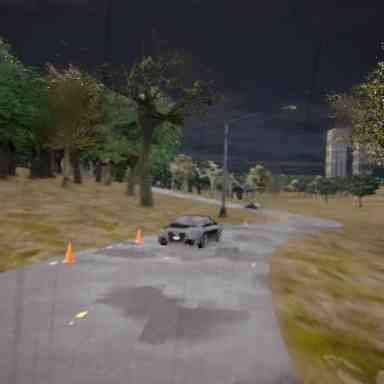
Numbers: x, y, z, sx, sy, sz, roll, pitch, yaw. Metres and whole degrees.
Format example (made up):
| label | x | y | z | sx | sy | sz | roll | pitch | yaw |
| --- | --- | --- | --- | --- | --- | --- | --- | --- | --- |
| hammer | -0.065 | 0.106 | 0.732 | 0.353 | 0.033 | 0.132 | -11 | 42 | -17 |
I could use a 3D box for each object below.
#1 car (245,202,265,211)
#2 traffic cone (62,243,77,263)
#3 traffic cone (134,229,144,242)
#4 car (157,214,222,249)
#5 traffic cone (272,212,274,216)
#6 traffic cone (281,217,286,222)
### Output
| label | x | y | z | sx | sy | sz | roll | pitch | yaw |
| --- | --- | --- | --- | --- | --- | --- | --- | --- | --- |
| car | 12.402 | 2.830 | 65.822 | 1.812 | 1.442 | 4.674 | 1 | 3 | -31 |
| traffic cone | -3.920 | 1.935 | 10.659 | 0.340 | 0.580 | 0.340 | 1 | -1 | 13 |
| traffic cone | -2.504 | 2.065 | 15.747 | 0.340 | 0.580 | 0.340 | 1 | -1 | 19 |
| car | 0.039 | 1.747 | 15.520 | 1.994 | 1.385 | 4.181 | 1 | -1 | 20 |
| traffic cone | 13.434 | 3.629 | 55.480 | 0.340 | 0.580 | 0.340 | 1 | 1 | -6 |
| traffic cone | 10.160 | 3.133 | 37.603 | 0.340 | 0.580 | 0.340 | 1 | -2 | 27 |
